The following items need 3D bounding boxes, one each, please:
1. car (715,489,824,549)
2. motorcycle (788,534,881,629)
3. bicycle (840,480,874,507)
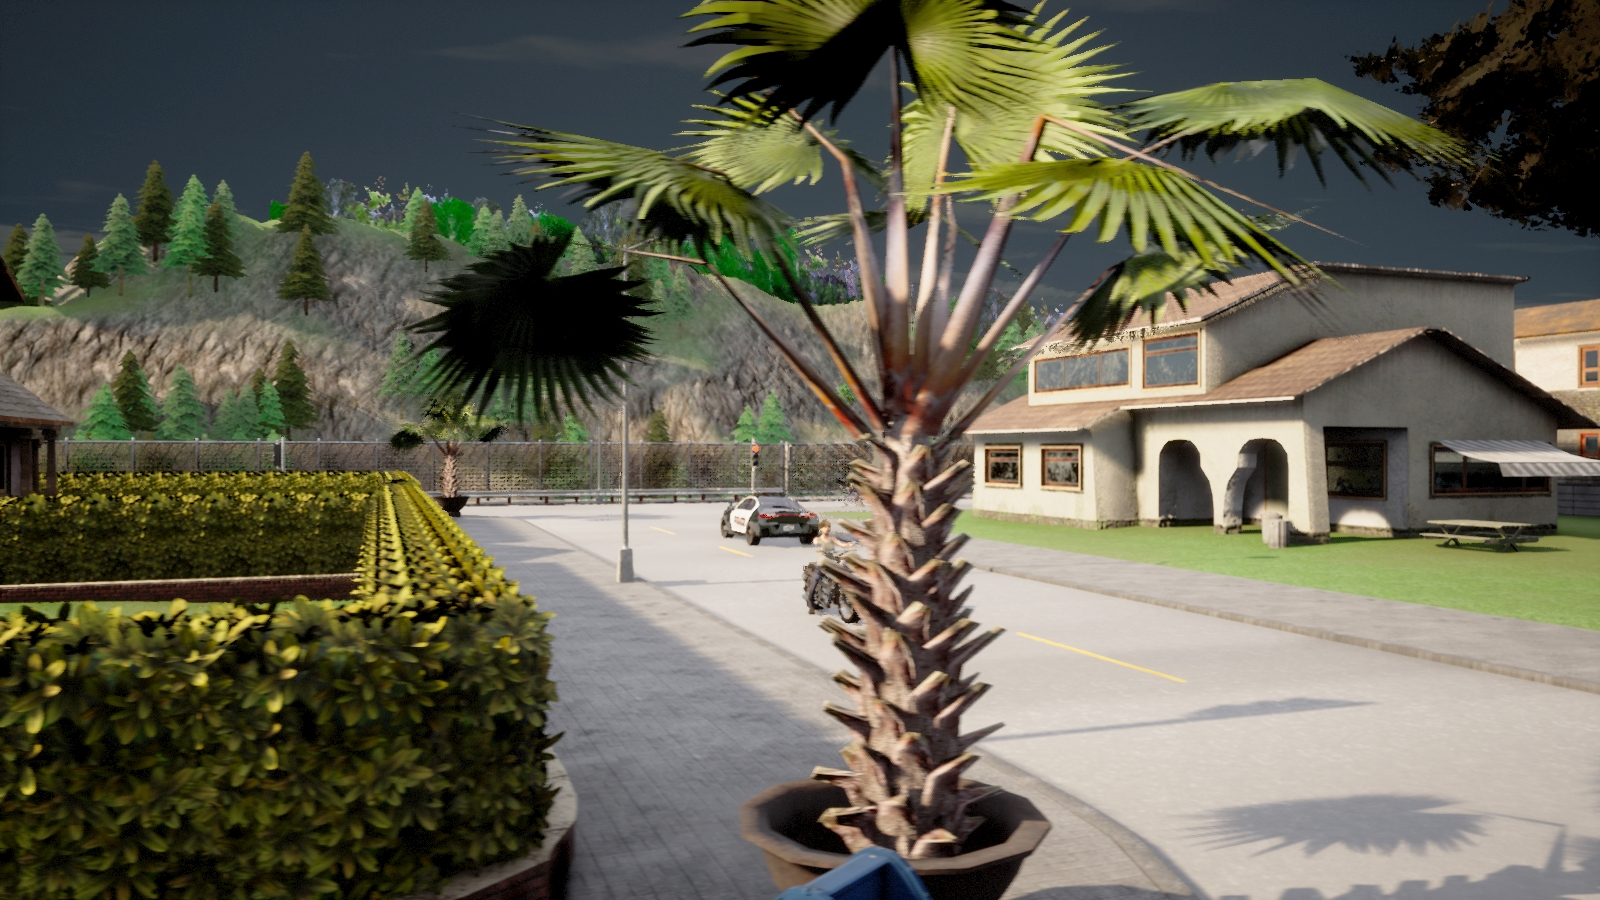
[{"bbox_3d":[-1.036,2.054,35.288,2.038,1.542,4.974,0,0,-18],"label":"car"},{"bbox_3d":[0.542,2.166,19.257,0.764,1.307,2.356,0,0,-20],"label":"motorcycle"},{"bbox_3d":[2.863,2.190,57.561,1.487,1.276,0.859,0,0,-20],"label":"bicycle"}]
